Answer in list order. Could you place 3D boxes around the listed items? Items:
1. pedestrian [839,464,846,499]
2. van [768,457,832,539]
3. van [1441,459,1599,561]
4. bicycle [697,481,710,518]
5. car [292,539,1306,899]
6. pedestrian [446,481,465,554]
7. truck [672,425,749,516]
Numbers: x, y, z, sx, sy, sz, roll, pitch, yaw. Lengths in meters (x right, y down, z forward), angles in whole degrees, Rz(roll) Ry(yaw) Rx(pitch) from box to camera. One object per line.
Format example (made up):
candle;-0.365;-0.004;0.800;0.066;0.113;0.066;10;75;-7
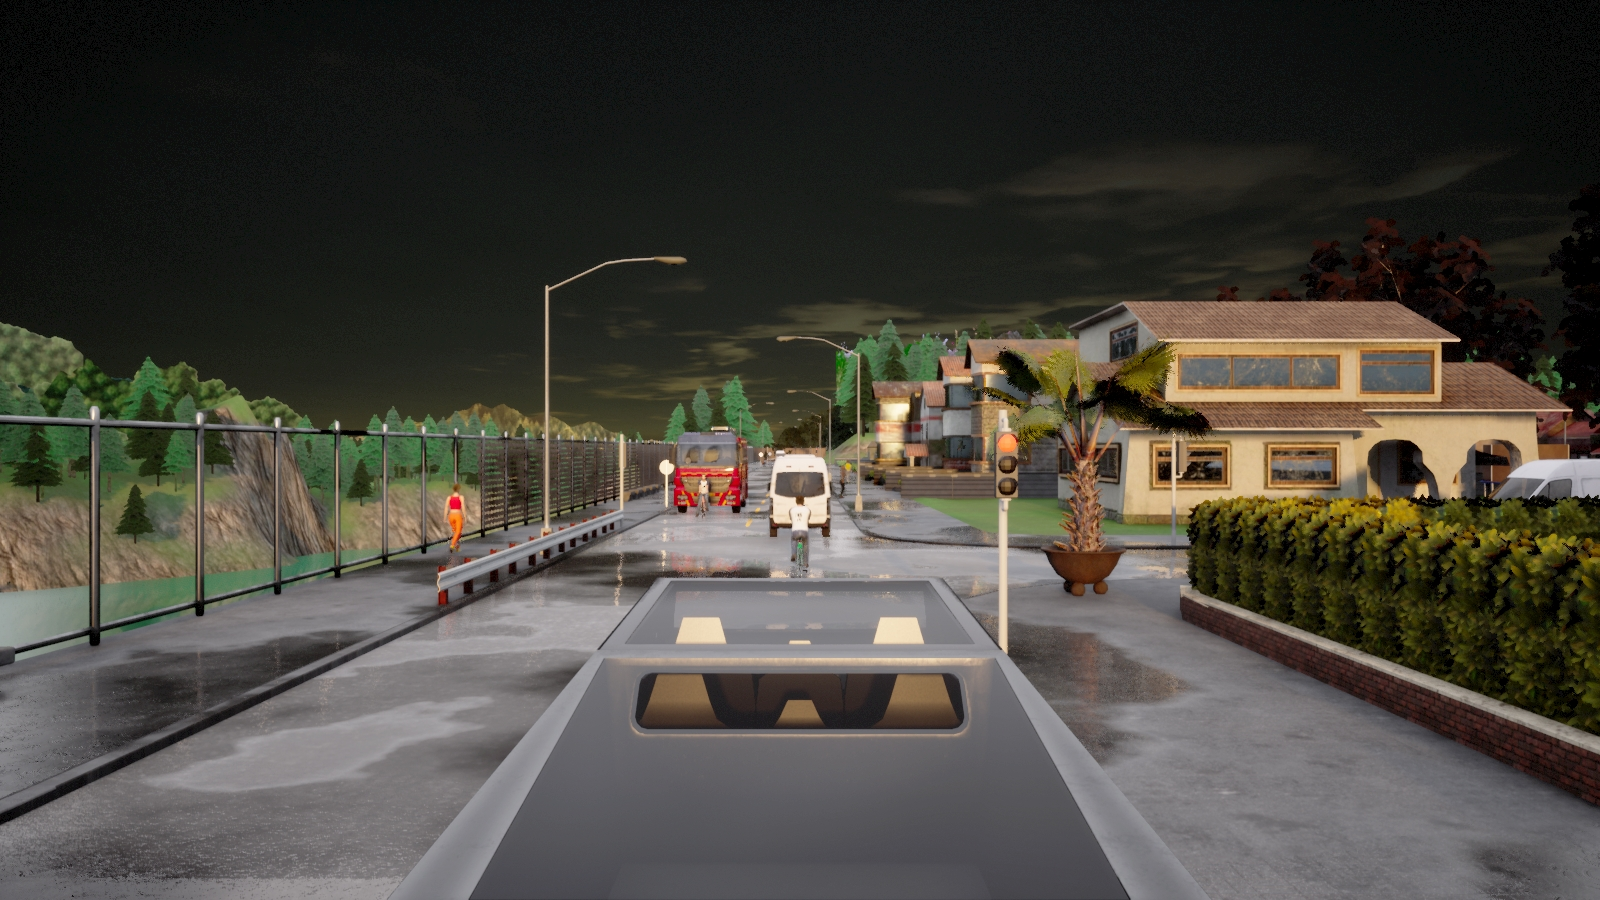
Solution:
pedestrian;2.302;1.698;61.885;0.375;1.860;0.375;0;0;3
van;0.002;1.519;38.708;1.988;2.561;5.915;0;0;0
van;20.333;1.523;29.984;5.915;2.561;1.988;0;0;0
bicycle;-3.996;2.038;47.352;0.373;1.496;1.643;0;0;0
car;-0.001;1.751;5.830;2.390;2.098;6.274;0;0;0
pedestrian;-8.846;1.733;29.328;0.375;1.860;0.375;0;0;2
truck;-3.997;0.871;52.639;2.891;3.827;8.468;0;0;0
